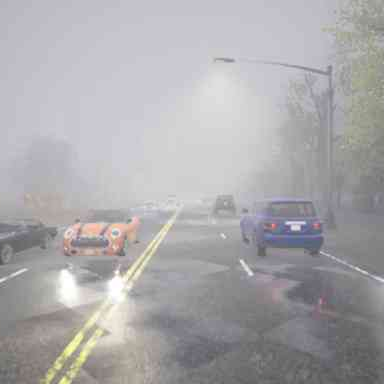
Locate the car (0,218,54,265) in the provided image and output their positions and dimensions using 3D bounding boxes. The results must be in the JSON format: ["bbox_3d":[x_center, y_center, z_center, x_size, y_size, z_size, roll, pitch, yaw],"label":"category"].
[{"bbox_3d":[-6.601,1.623,11.834,1.895,1.301,4.718,0,0,0],"label":"car"}]

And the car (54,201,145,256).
[{"bbox_3d":[-3.350,1.376,13.070,2.097,1.767,4.553,0,0,0],"label":"car"}]

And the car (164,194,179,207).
[{"bbox_3d":[-3.310,1.288,54.816,2.150,2.045,5.566,0,0,1],"label":"car"}]

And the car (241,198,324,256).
[{"bbox_3d":[3.339,1.244,13.287,2.150,2.045,5.566,0,0,1],"label":"car"}]

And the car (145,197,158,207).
[{"bbox_3d":[-6.578,1.594,53.396,1.812,1.442,4.674,0,0,0],"label":"car"}]

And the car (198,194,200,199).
[{"bbox_3d":[3.226,1.671,83.383,1.895,1.301,4.718,0,0,0],"label":"car"}]

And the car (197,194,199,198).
[{"bbox_3d":[3.189,1.408,94.325,2.097,1.767,4.553,0,0,0],"label":"car"}]

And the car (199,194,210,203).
[{"bbox_3d":[3.241,1.564,72.334,2.128,1.511,4.902,0,0,0],"label":"car"}]

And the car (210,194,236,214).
[{"bbox_3d":[3.358,1.271,35.489,2.150,2.045,5.566,0,0,0],"label":"car"}]
